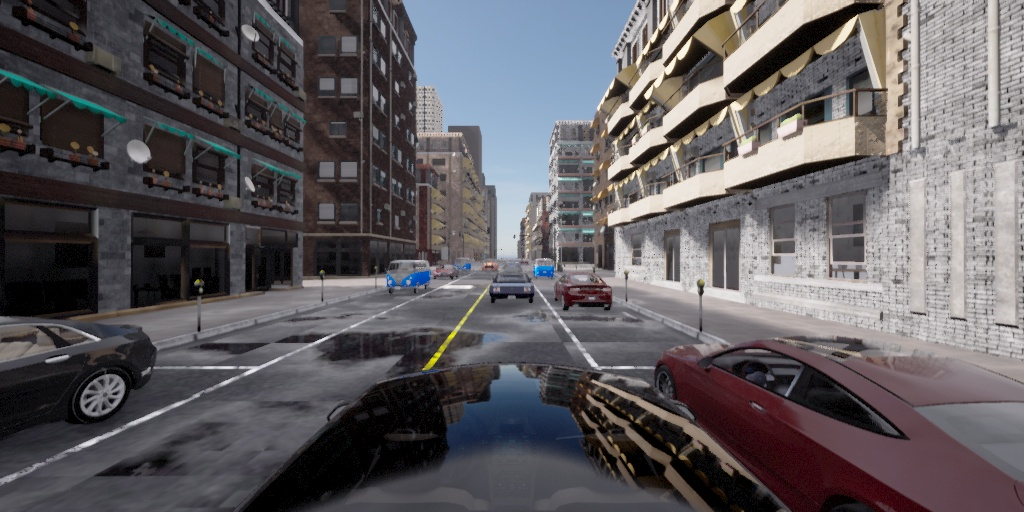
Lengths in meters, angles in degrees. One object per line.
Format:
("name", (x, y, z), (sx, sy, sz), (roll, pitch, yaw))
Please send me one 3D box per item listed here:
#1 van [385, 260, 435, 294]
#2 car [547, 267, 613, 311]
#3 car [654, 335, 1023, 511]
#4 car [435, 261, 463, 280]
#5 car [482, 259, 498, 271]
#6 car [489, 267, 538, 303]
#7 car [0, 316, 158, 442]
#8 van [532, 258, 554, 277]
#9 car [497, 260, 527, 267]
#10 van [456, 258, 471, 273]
("van", (-5.691, 1.090, 19.948), (1.690, 1.789, 3.998), (0, 0, 0))
("car", (2.689, 1.293, 14.308), (1.888, 1.381, 4.507), (0, 0, 0))
("car", (2.690, 1.329, 3.035), (1.802, 1.307, 4.207), (0, 0, 0))
("car", (-5.691, 1.333, 31.221), (1.802, 1.307, 4.207), (0, 0, 0))
("car", (-3.000, 1.161, 49.531), (2.097, 1.767, 4.553), (0, 0, 0))
("car", (0.000, 1.366, 16.530), (1.895, 1.301, 4.718), (0, 0, 0))
("car", (-5.691, 1.297, 3.039), (2.007, 1.370, 4.403), (0, 0, 0))
("van", (2.690, 1.092, 31.217), (1.690, 1.789, 3.998), (0, 0, 0))
("car", (0.000, 1.325, 31.499), (1.994, 1.385, 4.181), (0, 0, 0))
("van", (-5.803, 1.094, 42.489), (1.690, 1.789, 3.998), (0, 0, 0))
